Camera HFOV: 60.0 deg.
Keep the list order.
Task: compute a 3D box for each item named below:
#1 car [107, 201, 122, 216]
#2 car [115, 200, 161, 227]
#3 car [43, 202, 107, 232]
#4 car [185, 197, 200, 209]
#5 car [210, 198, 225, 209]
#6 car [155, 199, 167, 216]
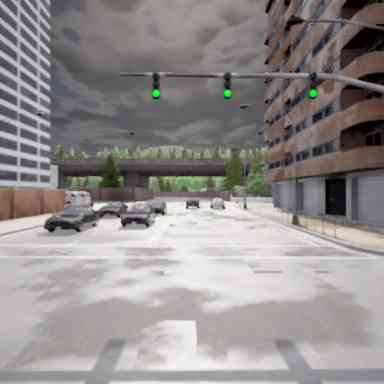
[{"bbox_3d":[-7.092,1.563,30.726,2.033,1.411,5.357,0,0,0],"label":"car"},{"bbox_3d":[-3.601,1.559,23.244,2.033,1.411,5.357,0,0,0],"label":"car"},{"bbox_3d":[-7.102,1.558,20.374,2.033,1.411,5.357,0,0,0],"label":"car"},{"bbox_3d":[0.096,1.529,46.483,1.837,1.490,4.892,0,0,0],"label":"car"},{"bbox_3d":[3.519,1.549,46.110,1.812,1.442,4.674,0,0,1],"label":"car"},{"bbox_3d":[-3.583,1.495,33.521,1.882,1.535,5.008,0,0,0],"label":"car"}]
